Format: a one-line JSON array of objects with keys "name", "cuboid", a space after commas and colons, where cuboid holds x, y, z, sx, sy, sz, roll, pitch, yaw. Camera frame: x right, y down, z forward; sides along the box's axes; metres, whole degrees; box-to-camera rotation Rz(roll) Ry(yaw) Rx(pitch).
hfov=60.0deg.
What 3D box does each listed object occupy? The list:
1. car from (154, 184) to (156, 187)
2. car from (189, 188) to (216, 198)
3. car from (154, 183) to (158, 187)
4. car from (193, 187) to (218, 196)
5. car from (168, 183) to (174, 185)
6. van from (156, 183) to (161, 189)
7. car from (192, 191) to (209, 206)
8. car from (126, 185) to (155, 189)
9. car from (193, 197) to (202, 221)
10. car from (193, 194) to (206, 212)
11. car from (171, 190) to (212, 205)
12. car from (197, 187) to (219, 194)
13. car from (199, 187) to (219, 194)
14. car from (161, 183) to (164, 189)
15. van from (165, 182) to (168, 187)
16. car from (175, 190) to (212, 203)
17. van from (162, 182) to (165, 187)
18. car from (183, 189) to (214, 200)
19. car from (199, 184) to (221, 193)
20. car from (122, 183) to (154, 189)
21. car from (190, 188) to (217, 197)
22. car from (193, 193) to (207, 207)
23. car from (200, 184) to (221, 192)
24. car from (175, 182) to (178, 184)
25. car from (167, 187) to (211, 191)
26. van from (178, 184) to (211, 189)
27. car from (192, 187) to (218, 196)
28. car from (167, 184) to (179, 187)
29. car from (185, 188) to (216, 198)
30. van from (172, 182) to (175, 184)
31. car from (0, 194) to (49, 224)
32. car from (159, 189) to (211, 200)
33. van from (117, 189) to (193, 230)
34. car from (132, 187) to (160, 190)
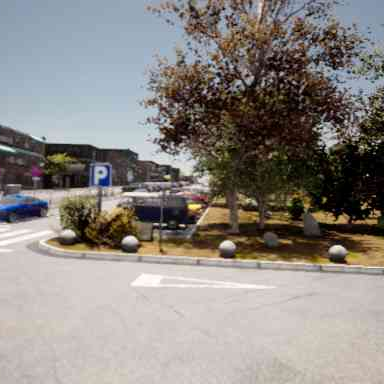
[{"name": "car", "cuboid": [-10.702, -0.597, 67.219, 5.366, 1.575, 1.946, 3, 2, 6]}, {"name": "car", "cuboid": [2.021, 0.145, 61.178, 4.792, 1.488, 2.163, 3, 2, 6]}, {"name": "car", "cuboid": [-10.226, -0.625, 69.988, 4.674, 1.452, 2.002, 3, 2, 6]}, {"name": "car", "cuboid": [2.861, -0.120, 69.458, 5.008, 1.535, 2.097, 3, 2, 6]}, {"name": "car", "cuboid": [-8.185, -1.254, 89.501, 4.892, 1.521, 2.231, 3, 2, 6]}, {"name": "van", "cuboid": [-9.811, -0.964, 72.755, 4.442, 1.987, 1.878, 3, 2, 6]}, {"name": "car", "cuboid": [-1.177, 0.980, 30.825, 4.892, 1.521, 2.231, 3, 2, 6]}, {"name": "car", "cuboid": [-7.614, 0.167, 49.736, 2.033, 1.411, 5.357, 3, 2, 6]}, {"name": "car", "cuboid": [-2.006, 1.251, 22.545, 4.792, 1.488, 2.163, 2, 2, 6]}, {"name": "car", "cuboid": [-1.931, 1.128, 25.327, 5.366, 1.575, 1.946, 3, 2, 6]}, {"name": "car", "cuboid": [-0.025, 0.662, 41.863, 5.008, 1.535, 2.097, 3, 2, 6]}, {"name": "car", "cuboid": [3.714, -0.357, 77.739, 5.008, 1.535, 2.097, 3, 2, 6]}, {"name": "car", "cuboid": [4.264, -0.495, 83.259, 4.792, 1.488, 2.163, 2, 2, 6]}, {"name": "car", "cuboid": [-9.651, -0.823, 75.562, 5.008, 1.535, 2.097, 3, 2, 6]}, {"name": "van", "cuboid": [-8.940, -1.207, 81.118, 4.442, 1.987, 1.878, 3, 2, 6]}, {"name": "car", "cuboid": [0.263, 0.624, 44.625, 4.674, 1.452, 2.002, 3, 2, 6]}, {"name": "van", "cuboid": [-9.462, -1.133, 78.357, 4.442, 1.987, 1.878, 3, 2, 6]}, {"name": "car", "cuboid": [1.100, 0.377, 52.904, 4.792, 1.488, 2.163, 3, 2, 6]}, {"name": "car", "cuboid": [4.853, -0.960, 88.773, 5.566, 2.045, 2.435, 3, 2, 6]}, {"name": "car", "cuboid": [-10.826, -0.759, 64.407, 5.566, 2.045, 2.435, 2, 2, 6]}, {"name": "car", "cuboid": [2.287, 0.038, 63.938, 4.892, 1.521, 2.231, 2, 2, 6]}, {"name": "car", "cuboid": [-1.431, 1.090, 28.064, 4.792, 1.488, 2.163, 3, 2, 6]}, {"name": "car", "cuboid": [5.198, -1.053, 91.527, 5.566, 2.045, 2.435, 2, 2, 6]}, {"name": "car", "cuboid": [-7.627, -1.703, 95.070, 5.566, 2.045, 2.435, 3, 2, 6]}, {"name": "car", "cuboid": [-0.559, 0.696, 36.336, 4.553, 1.767, 2.185, 3, 2, 6]}, {"name": "van", "cuboid": [0.680, 0.285, 47.363, 4.442, 1.987, 1.878, 3, 2, 6]}, {"name": "car", "cuboid": [2.574, -0.042, 66.698, 5.008, 1.535, 2.097, 3, 2, 6]}, {"name": "car", "cuboid": [-2.913, -0.103, 62.148, 2.128, 1.511, 4.902, 3, 2, 6]}, {"name": "car", "cuboid": [1.521, 0.182, 58.439, 5.366, 1.575, 1.946, 3, 2, 6]}, {"name": "van", "cuboid": [-7.775, -1.570, 92.272, 4.442, 1.987, 1.878, 3, 2, 6]}, {"name": "car", "cuboid": [-10.737, 0.938, 20.327, 1.882, 1.535, 5.008, 3, 2, 6]}, {"name": "car", "cuboid": [-0.877, 0.900, 33.583, 5.008, 1.535, 2.097, 2, 2, 6]}, {"name": "van", "cuboid": [-2.429, 1.069, 19.794, 4.442, 1.987, 1.878, 3, 2, 6]}, {"name": "car", "cuboid": [-5.394, 0.586, 38.366, 1.837, 1.490, 4.892, 3, 2, 6]}]
